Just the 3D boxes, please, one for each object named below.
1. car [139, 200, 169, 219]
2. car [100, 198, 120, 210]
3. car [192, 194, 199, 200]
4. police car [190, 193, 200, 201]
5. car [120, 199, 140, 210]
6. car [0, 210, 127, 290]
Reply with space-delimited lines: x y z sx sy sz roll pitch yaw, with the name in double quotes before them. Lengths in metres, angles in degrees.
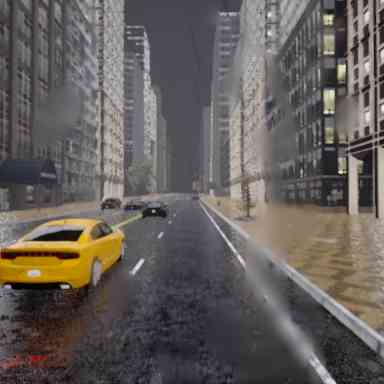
"car" -3.153 1.551 29.268 1.994 1.385 4.181 0 0 0
"car" -9.839 1.486 40.803 1.837 1.490 4.892 0 0 0
"car" 0.966 1.413 92.543 1.801 1.575 5.366 0 0 0
"police car" 0.967 1.387 82.461 1.930 1.638 5.238 0 0 0
"car" -6.591 1.546 38.492 1.994 1.385 4.181 0 0 0
"car" -3.142 1.474 9.111 1.882 1.535 5.008 0 0 0
